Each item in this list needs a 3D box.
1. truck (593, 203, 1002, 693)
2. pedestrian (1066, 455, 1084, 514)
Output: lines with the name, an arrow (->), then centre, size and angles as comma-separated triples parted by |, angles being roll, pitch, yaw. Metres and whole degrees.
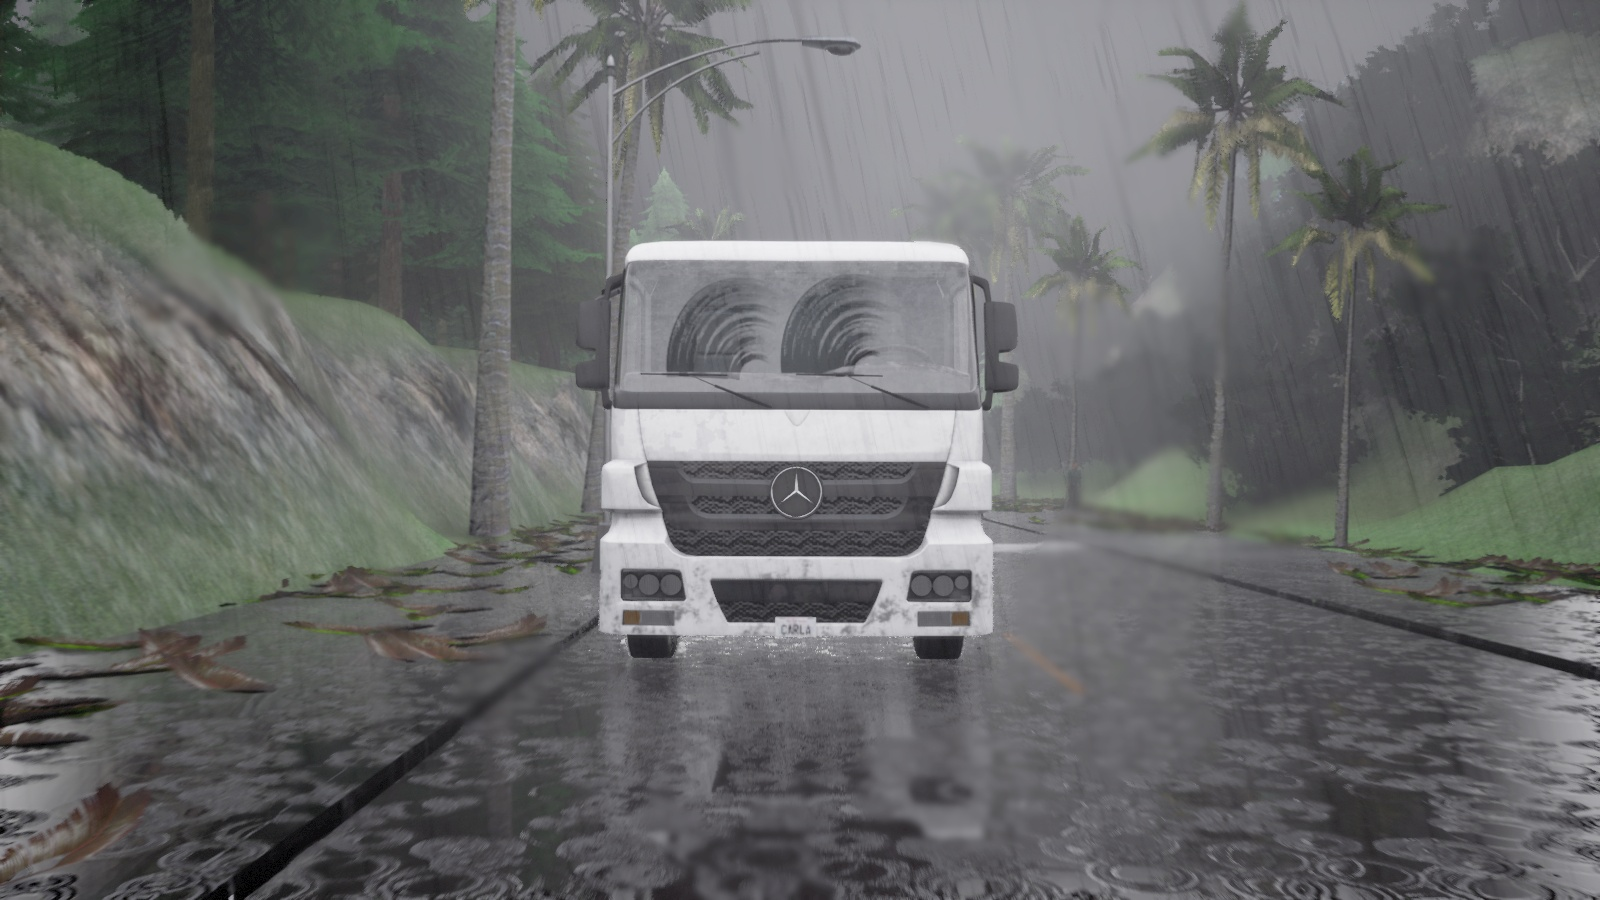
truck -> -0.031, 0.048, 12.866 | 2.891, 3.462, 7.936 | 0, -1, 0
pedestrian -> 9.245, 1.153, 42.159 | 0.423, 1.949, 0.788 | 0, -1, 0
